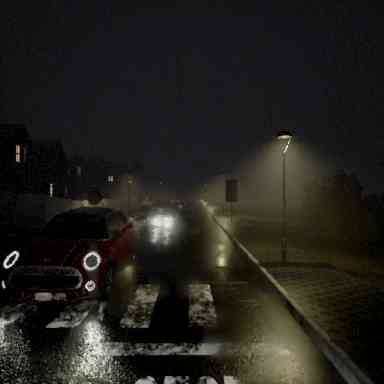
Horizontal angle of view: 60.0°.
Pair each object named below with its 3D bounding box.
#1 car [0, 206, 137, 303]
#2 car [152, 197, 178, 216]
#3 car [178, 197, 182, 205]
[{"bbox_3d":[-2.743,1.256,8.379,2.097,1.767,4.553,1,2,0],"label":"car"},{"bbox_3d":[-2.798,1.514,32.835,2.128,1.511,4.902,0,0,0],"label":"car"},{"bbox_3d":[-2.836,1.615,59.463,1.812,1.442,4.674,0,1,0],"label":"car"}]
